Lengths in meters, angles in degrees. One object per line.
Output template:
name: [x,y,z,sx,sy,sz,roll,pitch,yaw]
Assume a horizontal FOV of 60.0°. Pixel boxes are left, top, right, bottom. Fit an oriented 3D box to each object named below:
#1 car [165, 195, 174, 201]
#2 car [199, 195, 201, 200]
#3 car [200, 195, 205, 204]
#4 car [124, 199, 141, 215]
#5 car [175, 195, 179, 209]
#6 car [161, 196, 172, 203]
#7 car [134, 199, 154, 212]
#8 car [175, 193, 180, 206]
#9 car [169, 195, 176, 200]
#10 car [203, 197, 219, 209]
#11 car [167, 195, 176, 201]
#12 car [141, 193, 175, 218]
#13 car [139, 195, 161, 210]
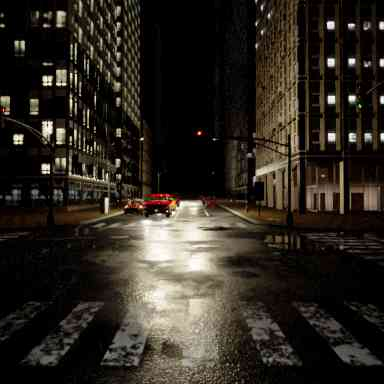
car: [-5.560,1.578,83.972,1.887,1.381,4.507,1,0,0]
car: [2.789,1.590,61.730,1.947,1.339,4.313,1,0,0]
car: [2.783,1.547,56.322,1.752,1.417,4.829,1,0,0]
car: [-5.627,1.453,33.796,1.967,1.590,4.097,1,0,0]
car: [-3.040,1.493,41.552,1.882,1.535,5.008,0,0,0]
car: [-5.575,1.573,72.822,1.887,1.381,4.507,1,0,0]
car: [-5.623,1.597,39.371,1.802,1.307,4.206,1,0,0]
car: [-3.019,1.241,52.051,2.150,2.045,5.566,0,0,0]
car: [-5.545,1.605,95.123,1.947,1.339,4.313,1,0,0]
car: [2.765,1.599,44.997,1.802,1.307,4.206,1,0,0]
car: [-5.552,1.587,89.548,2.008,1.369,4.403,1,0,0]
car: [-3.051,1.233,31.125,2.150,2.045,5.566,0,0,0]
car: [-5.609,1.332,44.947,2.192,1.841,5.009,1,0,0]
